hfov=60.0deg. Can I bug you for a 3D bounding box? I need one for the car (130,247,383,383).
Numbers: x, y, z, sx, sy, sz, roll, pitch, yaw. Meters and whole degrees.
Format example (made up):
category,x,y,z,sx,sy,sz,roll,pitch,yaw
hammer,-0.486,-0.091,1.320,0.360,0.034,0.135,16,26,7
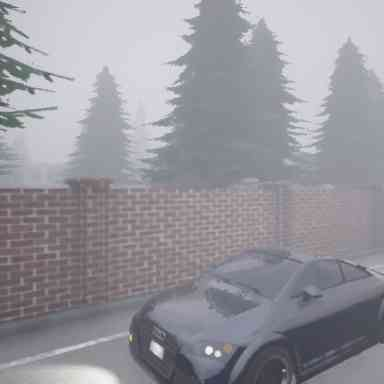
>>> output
category,x,y,z,sx,sy,sz,roll,pitch,yaw
car,1.241,1.560,4.837,4.181,1.385,1.994,0,0,-35
